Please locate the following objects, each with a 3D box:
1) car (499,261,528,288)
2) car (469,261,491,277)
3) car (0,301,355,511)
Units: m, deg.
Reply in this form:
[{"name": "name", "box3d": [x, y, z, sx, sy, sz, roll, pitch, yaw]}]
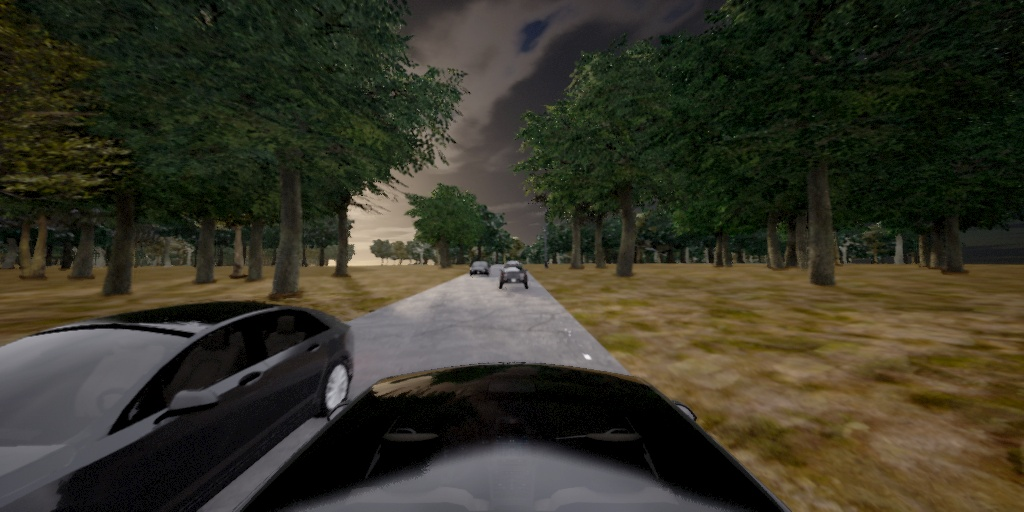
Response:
[{"name": "car", "box3d": [0.108, 1.281, 23.702, 1.812, 1.442, 4.674, 0, 0, 0]}, {"name": "car", "box3d": [-3.087, 1.256, 35.401, 1.837, 1.490, 4.892, 0, 0, 0]}, {"name": "car", "box3d": [-3.086, 1.251, 3.096, 1.837, 1.490, 4.892, 0, 0, 0]}]
